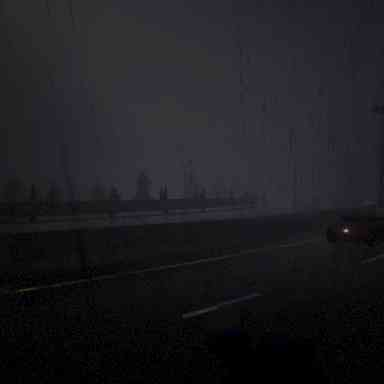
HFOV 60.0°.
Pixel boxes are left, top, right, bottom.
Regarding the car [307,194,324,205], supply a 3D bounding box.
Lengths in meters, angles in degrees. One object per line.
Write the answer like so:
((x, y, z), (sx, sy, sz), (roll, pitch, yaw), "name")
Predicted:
((24.714, 1.443, 65.812), (2.150, 2.045, 5.566), (0, 0, 14), "car")

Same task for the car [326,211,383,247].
((7.823, 1.586, 15.210), (4.181, 1.385, 1.994), (0, 0, -44), "car")

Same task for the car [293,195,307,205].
((21.276, 1.829, 66.465), (1.895, 1.301, 4.718), (0, 0, 14), "car")

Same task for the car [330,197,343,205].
((28.172, 1.785, 65.200), (1.812, 1.442, 4.674), (0, 0, 14), "car")
